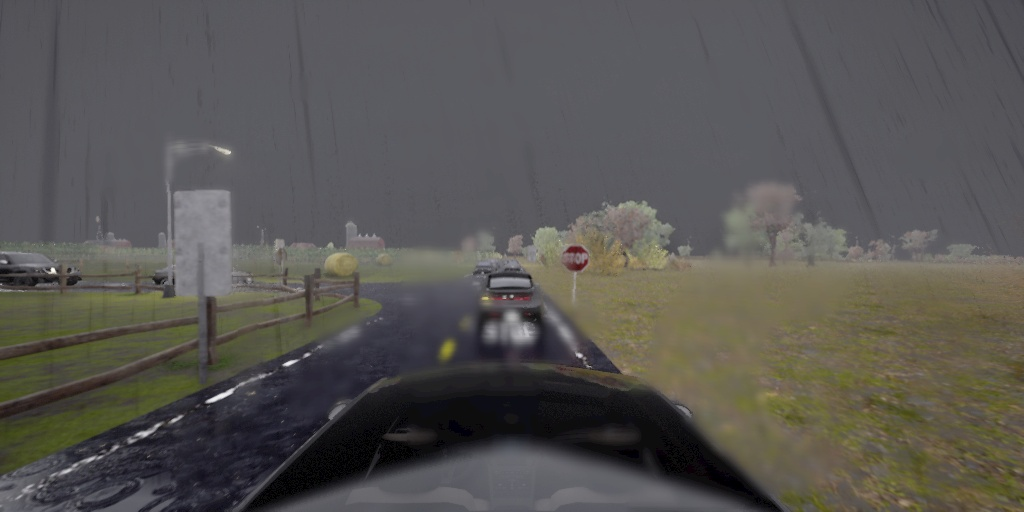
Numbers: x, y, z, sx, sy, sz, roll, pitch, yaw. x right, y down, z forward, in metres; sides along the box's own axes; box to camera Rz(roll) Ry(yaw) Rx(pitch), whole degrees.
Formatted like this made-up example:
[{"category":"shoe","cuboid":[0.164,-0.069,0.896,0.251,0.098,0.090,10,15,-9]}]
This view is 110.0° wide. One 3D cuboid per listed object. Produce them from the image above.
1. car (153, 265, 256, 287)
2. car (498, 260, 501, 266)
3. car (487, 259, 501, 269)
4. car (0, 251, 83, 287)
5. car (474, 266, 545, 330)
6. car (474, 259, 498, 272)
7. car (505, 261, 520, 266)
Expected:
[{"category":"car","cuboid":[-17.235,1.119,20.243,4.902,1.511,2.128,0,1,-1]},{"category":"car","cuboid":[-2.831,1.188,47.787,2.128,1.511,4.902,0,0,0]},{"category":"car","cuboid":[-2.812,1.241,58.125,2.033,1.411,5.357,0,0,0]},{"category":"car","cuboid":[-27.799,0.775,20.125,5.566,2.045,2.150,1,1,0]},{"category":"car","cuboid":[-0.118,1.239,11.133,1.837,1.490,4.892,0,0,-3]},{"category":"car","cuboid":[-2.844,1.251,37.598,2.033,1.411,5.357,0,0,0]},{"category":"car","cuboid":[0.103,1.262,46.087,1.994,1.385,4.181,0,0,0]}]
